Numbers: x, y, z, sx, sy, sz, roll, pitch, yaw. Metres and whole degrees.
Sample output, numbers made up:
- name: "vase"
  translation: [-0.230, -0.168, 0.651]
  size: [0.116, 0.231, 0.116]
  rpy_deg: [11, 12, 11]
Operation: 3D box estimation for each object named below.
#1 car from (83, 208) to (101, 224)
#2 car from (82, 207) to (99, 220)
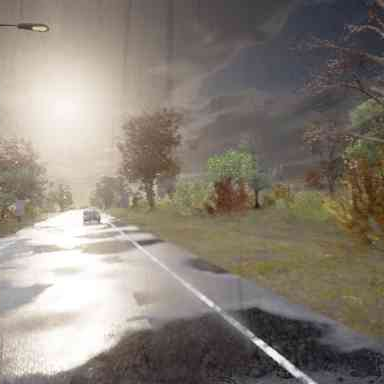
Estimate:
- name: "car"
  translation: [-11.323, 2.822, 37.524]
  size: [1.895, 1.301, 4.718]
  rpy_deg: [-4, -1, -18]
- name: "car"
  translation: [-14.873, 3.111, 48.649]
  size: [2.128, 1.511, 4.902]
  rpy_deg: [-4, -1, -17]
